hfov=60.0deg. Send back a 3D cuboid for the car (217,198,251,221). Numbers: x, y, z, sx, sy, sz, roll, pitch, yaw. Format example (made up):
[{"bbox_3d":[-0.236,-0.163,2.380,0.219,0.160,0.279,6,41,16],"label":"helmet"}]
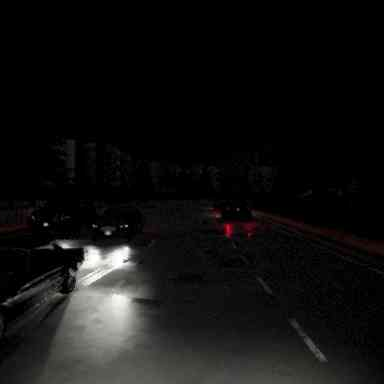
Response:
[{"bbox_3d":[3.515,1.351,27.356,2.097,1.767,4.553,0,0,0],"label":"car"}]

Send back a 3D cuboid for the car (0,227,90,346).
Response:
[{"bbox_3d":[-3.598,1.602,6.079,1.895,1.301,4.718,0,0,0],"label":"car"}]

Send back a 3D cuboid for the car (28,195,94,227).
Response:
[{"bbox_3d":[-7.089,1.222,18.913,2.150,2.045,5.566,0,0,0],"label":"car"}]

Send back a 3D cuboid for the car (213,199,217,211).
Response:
[{"bbox_3d":[3.628,1.525,40.962,1.812,1.442,4.674,0,0,3],"label":"car"}]

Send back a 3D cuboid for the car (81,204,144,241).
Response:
[{"bbox_3d":[-3.588,1.492,16.698,2.128,1.511,4.902,0,0,0],"label":"car"}]
